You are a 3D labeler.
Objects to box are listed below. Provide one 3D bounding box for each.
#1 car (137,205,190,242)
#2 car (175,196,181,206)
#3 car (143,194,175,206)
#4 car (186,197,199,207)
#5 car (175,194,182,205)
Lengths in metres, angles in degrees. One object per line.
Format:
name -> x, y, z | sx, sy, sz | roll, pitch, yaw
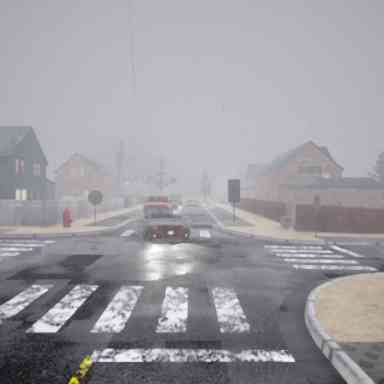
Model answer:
car -> -1.542, 1.590, 16.604 | 1.994, 1.385, 4.181 | 1, 0, -18
car -> -2.891, 1.607, 42.721 | 1.994, 1.385, 4.181 | 0, 0, 0
car -> -2.886, 1.234, 28.737 | 2.150, 2.045, 5.566 | 0, 0, 0
car -> 0.030, 1.546, 51.453 | 1.882, 1.535, 5.008 | 0, 0, 0
car -> -2.852, 1.312, 57.655 | 2.150, 2.045, 5.566 | 0, -1, 0
